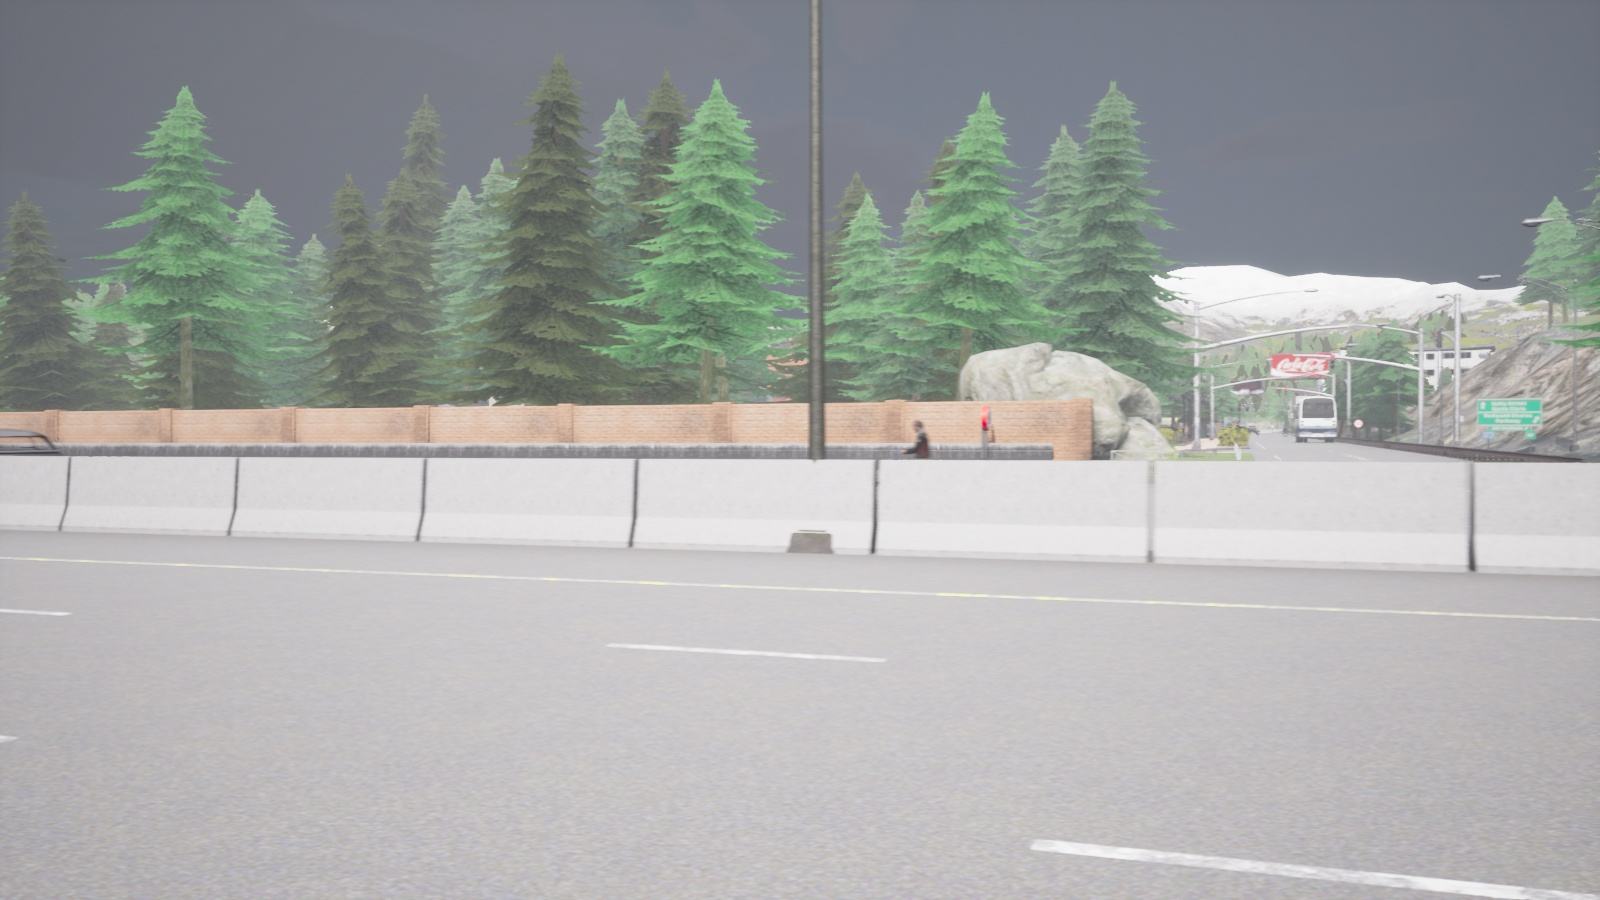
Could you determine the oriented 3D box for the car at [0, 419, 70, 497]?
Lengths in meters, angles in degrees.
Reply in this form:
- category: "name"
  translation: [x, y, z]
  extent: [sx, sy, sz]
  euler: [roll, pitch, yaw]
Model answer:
- category: "car"
  translation: [-19.048, 0.150, 28.062]
  extent: [4.611, 1.667, 2.242]
  euler: [1, 1, 19]
